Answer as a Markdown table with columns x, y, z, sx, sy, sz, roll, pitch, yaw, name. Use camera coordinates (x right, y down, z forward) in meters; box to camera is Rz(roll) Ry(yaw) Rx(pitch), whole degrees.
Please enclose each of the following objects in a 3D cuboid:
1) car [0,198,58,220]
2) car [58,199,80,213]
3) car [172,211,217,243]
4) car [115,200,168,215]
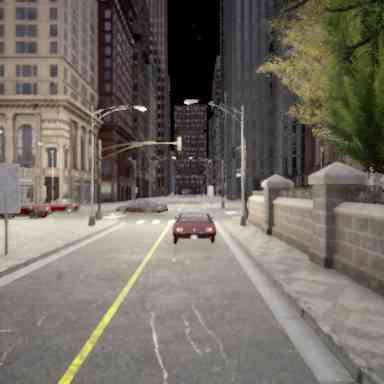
| x | y | z | sx | sy | sz | roll | pitch | yaw | name |
| --- | --- | --- | --- | --- | --- | --- | --- | --- | --- |
| -14.884 | 1.466 | 28.916 | 5.009 | 1.841 | 2.192 | -1 | 1 | 0 | car |
| -14.867 | 1.553 | 37.443 | 4.097 | 1.590 | 1.967 | -1 | 1 | 0 | car |
| 0.098 | 1.573 | 15.906 | 1.895 | 1.301 | 4.718 | 0 | 0 | 0 | car |
| -5.088 | 1.542 | 33.507 | 5.357 | 1.411 | 2.033 | -1 | 0 | 24 | car |
